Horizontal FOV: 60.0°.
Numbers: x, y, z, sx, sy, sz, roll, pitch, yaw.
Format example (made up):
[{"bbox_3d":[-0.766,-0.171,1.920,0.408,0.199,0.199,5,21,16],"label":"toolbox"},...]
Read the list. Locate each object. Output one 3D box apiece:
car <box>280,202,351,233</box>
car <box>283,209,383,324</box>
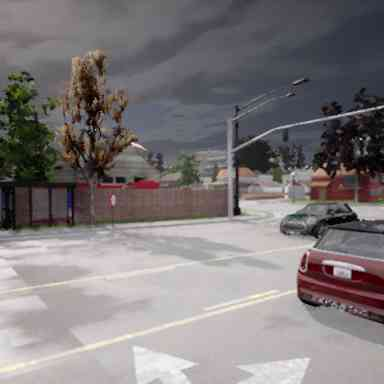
[{"bbox_3d":[6.645,1.346,17.245,4.553,1.767,2.097,0,0,-35],"label":"car"},{"bbox_3d":[4.226,1.355,6.762,4.553,1.767,2.097,0,0,-36],"label":"car"}]
